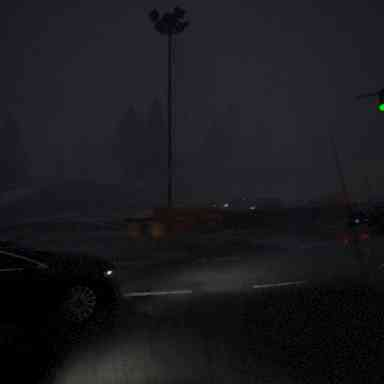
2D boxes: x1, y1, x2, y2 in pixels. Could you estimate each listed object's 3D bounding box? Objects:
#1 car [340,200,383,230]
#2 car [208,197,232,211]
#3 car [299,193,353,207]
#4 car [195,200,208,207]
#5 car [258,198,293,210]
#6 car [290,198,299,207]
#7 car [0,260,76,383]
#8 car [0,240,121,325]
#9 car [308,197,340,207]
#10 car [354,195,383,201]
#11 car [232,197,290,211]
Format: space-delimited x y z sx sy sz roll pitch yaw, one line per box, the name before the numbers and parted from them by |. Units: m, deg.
car | 11.365 1.466 20.448 4.674 1.442 1.812 0 0 -35
car | 4.216 1.285 32.659 4.553 1.767 2.097 0 0 -35
car | 14.323 1.096 35.478 5.566 2.045 2.150 -1 0 -35
car | 2.174 1.496 35.502 4.181 1.385 1.994 0 0 -35
car | 10.411 1.438 41.284 4.181 1.385 1.994 -1 0 -35
car | 12.286 1.439 38.324 4.181 1.385 1.994 -1 0 -35
car | -3.269 1.508 1.416 4.892 1.490 1.837 0 0 -35
car | -3.629 1.492 5.456 4.902 1.511 2.128 0 0 -35
car | 18.673 1.365 47.078 4.718 1.301 1.895 -1 1 -35
car | 22.668 1.118 41.331 4.553 1.767 2.097 -1 1 -35
car | 6.234 1.285 29.800 4.553 1.767 2.097 0 0 -35
